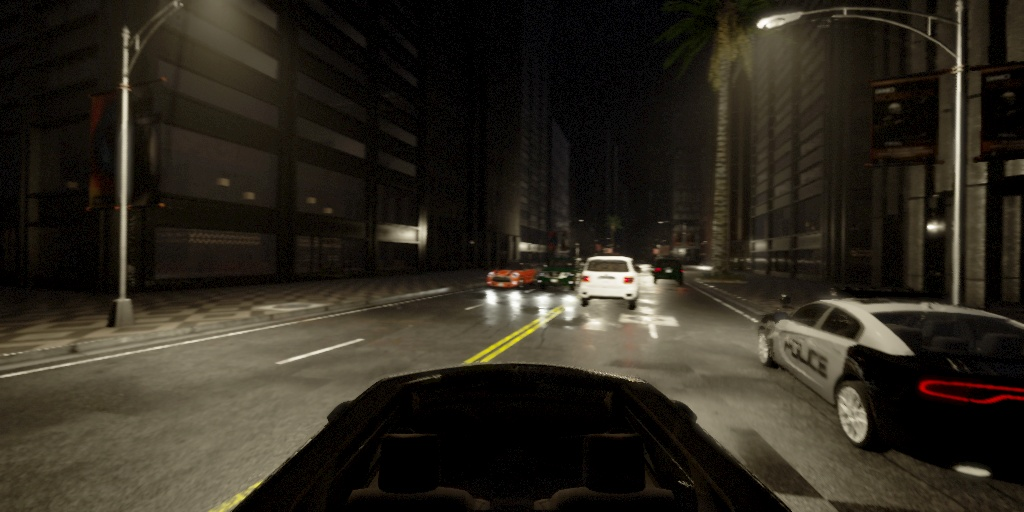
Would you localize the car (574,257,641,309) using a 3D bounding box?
[{"bbox_3d":[4.411,1.070,15.853,2.150,2.045,5.566,1,0,20],"label":"car"}]

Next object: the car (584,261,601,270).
[{"bbox_3d":[13.993,1.632,62.202,2.128,1.511,4.902,1,0,20],"label":"car"}]

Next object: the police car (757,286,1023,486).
[{"bbox_3d":[5.076,1.255,5.017,1.930,1.638,5.238,1,0,20],"label":"police car"}]

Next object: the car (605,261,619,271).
[{"bbox_3d":[17.286,1.661,61.747,1.882,1.535,5.008,1,0,20],"label":"car"}]

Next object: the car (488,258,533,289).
[{"bbox_3d":[0.087,1.163,23.642,2.097,1.767,4.553,1,0,20],"label":"car"}]

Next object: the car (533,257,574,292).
[{"bbox_3d":[3.355,1.077,23.127,2.150,2.045,5.566,1,0,20],"label":"car"}]

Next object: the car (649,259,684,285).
[{"bbox_3d":[12.607,1.230,29.228,2.150,2.045,5.566,1,0,20],"label":"car"}]
